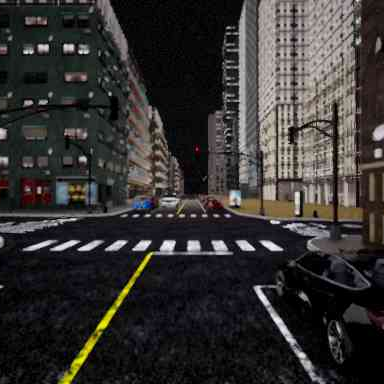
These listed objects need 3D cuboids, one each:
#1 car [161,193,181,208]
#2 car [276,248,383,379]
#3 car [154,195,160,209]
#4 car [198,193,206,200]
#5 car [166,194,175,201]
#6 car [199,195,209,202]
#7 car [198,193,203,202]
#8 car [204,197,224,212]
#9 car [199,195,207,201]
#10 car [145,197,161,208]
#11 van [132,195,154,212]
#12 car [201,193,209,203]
[{"bbox_3d":[-3.076,1.185,46.656,2.150,2.045,5.566,0,0,0],"label":"car"},{"bbox_3d":[2.698,1.560,5.474,1.947,1.339,4.313,0,0,0],"label":"car"},{"bbox_3d":[-5.681,1.282,43.409,2.192,1.841,5.009,0,0,0],"label":"car"},{"bbox_3d":[2.700,1.274,93.156,2.192,1.841,5.009,0,0,0],"label":"car"},{"bbox_3d":[-5.681,1.399,87.629,1.967,1.590,4.097,0,0,0],"label":"car"},{"bbox_3d":[2.699,1.508,76.573,2.008,1.369,4.403,0,0,0],"label":"car"},{"bbox_3d":[2.699,1.398,65.518,1.967,1.590,4.097,0,0,0],"label":"car"},{"bbox_3d":[2.698,1.551,37.880,1.802,1.307,4.206,0,0,0],"label":"car"},{"bbox_3d":[2.699,1.503,82.101,1.887,1.381,4.507,0,0,0],"label":"car"},{"bbox_3d":[-5.682,1.508,48.937,1.887,1.381,4.507,0,0,0],"label":"car"},{"bbox_3d":[-5.681,1.311,37.881,1.690,1.788,3.998,0,0,0],"label":"van"},{"bbox_3d":[2.699,1.404,48.936,1.967,1.590,4.097,0,0,0],"label":"car"}]
